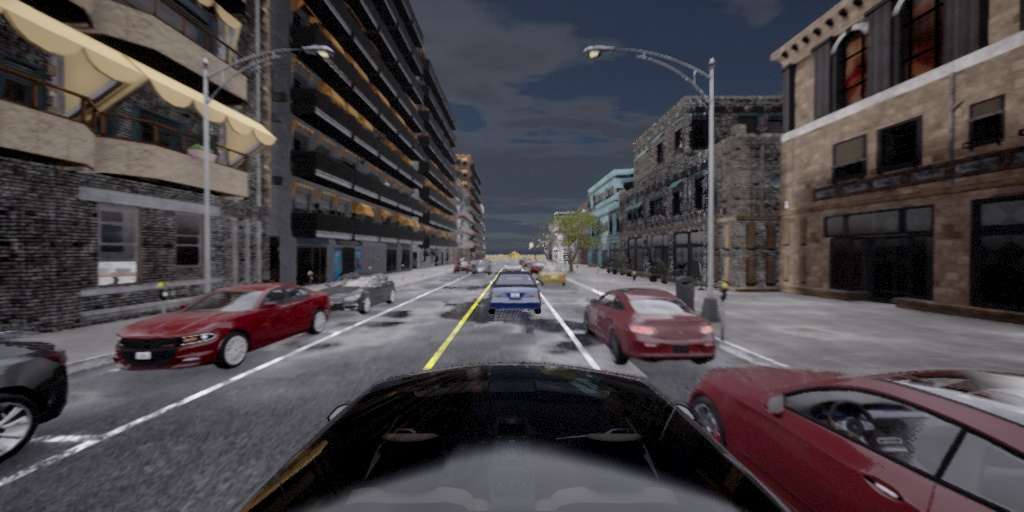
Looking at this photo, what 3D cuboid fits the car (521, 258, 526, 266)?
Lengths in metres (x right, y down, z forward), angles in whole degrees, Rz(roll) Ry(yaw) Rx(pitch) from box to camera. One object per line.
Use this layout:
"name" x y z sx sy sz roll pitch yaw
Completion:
"car" 2.688 1.297 58.858 1.802 1.307 4.207 0 0 0

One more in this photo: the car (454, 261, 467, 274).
"car" -5.693 1.269 41.854 1.888 1.381 4.507 0 0 0

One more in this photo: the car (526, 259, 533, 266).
"car" 2.688 1.272 36.148 1.888 1.381 4.507 0 0 0

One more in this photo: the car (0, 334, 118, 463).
"car" -5.691 1.315 2.112 1.948 1.339 4.313 0 0 0

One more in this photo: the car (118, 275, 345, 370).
"car" -5.691 1.291 7.789 1.888 1.381 4.507 0 0 0

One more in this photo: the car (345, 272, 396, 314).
"car" -5.692 1.292 13.467 2.007 1.370 4.403 0 0 0

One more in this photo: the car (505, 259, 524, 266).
"car" 0.099 1.325 41.989 1.895 1.301 4.718 0 0 0

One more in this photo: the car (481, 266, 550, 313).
"car" 0.100 1.289 13.886 2.033 1.411 5.357 0 0 0

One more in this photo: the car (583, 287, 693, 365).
"car" 2.689 1.328 7.761 1.802 1.307 4.207 0 0 0

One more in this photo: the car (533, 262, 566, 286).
"car" 2.689 1.260 24.963 1.751 1.417 4.829 0 0 0

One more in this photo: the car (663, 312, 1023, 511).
"car" 2.690 1.332 2.084 1.802 1.307 4.207 0 0 0

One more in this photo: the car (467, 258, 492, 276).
"car" -3.042 1.219 36.962 2.128 1.511 4.902 0 0 1
